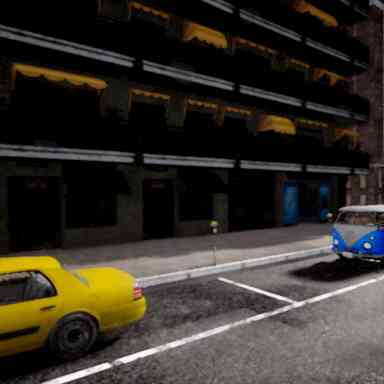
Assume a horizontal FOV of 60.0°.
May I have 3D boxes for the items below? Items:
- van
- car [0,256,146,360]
[{"bbox_3d":[6.324,1.328,11.110,3.998,1.788,1.690,0,0,-36],"label":"van"},{"bbox_3d":[-3.012,1.536,4.407,4.829,1.417,1.752,0,0,-36],"label":"car"}]
